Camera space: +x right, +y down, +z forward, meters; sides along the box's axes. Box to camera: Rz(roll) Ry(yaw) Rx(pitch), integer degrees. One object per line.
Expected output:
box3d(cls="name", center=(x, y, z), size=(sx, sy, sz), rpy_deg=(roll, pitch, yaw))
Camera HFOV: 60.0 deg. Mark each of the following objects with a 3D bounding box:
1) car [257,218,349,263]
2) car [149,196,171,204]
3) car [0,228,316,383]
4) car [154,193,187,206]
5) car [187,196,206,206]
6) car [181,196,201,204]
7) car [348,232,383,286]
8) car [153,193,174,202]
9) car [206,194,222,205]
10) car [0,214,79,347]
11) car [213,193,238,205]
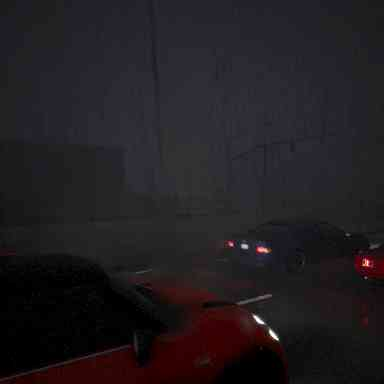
box3d(cls="car", center=(3.507, 1.547, 10.593), size=(5.357, 1.411, 2.033), rpy_deg=(0, 0, -35))
box3d(cls="car", center=(-6.183, 1.505, 63.707), size=(1.837, 1.490, 4.892), rpy_deg=(0, 0, -36))
box3d(cls="car", center=(-1.252, 1.352, 2.854), size=(4.553, 1.767, 2.097), rpy_deg=(0, 0, -35))
box3d(cls="car", center=(-3.628, 1.221, 54.183), size=(2.150, 2.045, 5.566), rpy_deg=(0, 0, -35))
box3d(cls="car", center=(-0.596, 1.547, 55.968), size=(2.033, 1.411, 5.357), rpy_deg=(0, 0, -36))
box3d(cls="car", center=(-0.220, 1.564, 67.440), size=(1.994, 1.385, 4.181), rpy_deg=(0, 0, -37))
box3d(cls="car", center=(6.079, 1.601, 8.122), size=(4.718, 1.301, 1.895), rpy_deg=(0, 0, -35))
box3d(cls="car", center=(-6.500, 1.225, 76.123), size=(2.150, 2.045, 5.566), rpy_deg=(0, 0, -36))
box3d(cls="car", center=(2.404, 1.547, 57.797), size=(2.033, 1.411, 5.357), rpy_deg=(0, 0, -36))
box3d(cls="car", center=(-4.310, 1.352, 4.972), size=(4.553, 1.767, 2.097), rpy_deg=(0, 0, -35))
box3d(cls="car", center=(5.659, 1.222, 59.287), size=(2.150, 2.045, 5.566), rpy_deg=(0, 0, -36))
